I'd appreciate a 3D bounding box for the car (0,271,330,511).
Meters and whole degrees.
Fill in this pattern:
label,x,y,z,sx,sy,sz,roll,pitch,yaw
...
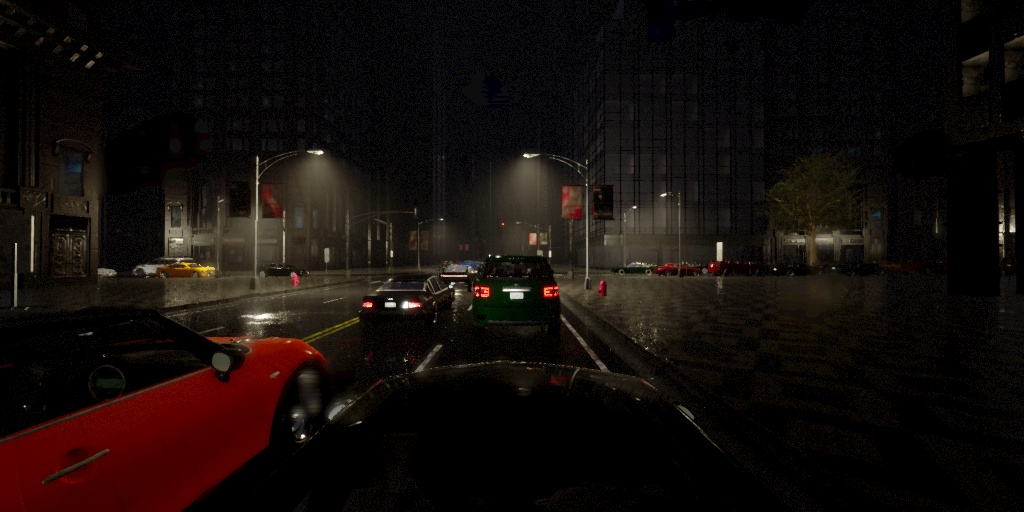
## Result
label,x,y,z,sx,sy,sz,roll,pitch,yaw
car,-3.146,1.102,2.313,2.097,1.767,4.553,0,0,0

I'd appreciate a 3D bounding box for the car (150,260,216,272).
label,x,y,z,sx,sy,sz,roll,pitch,yaw
car,-32.075,1.448,35.456,5.008,1.535,1.882,0,-1,0

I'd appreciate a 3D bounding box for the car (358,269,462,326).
label,x,y,z,sx,sy,sz,roll,pitch,yaw
car,-3.121,1.307,11.725,2.033,1.411,5.357,0,0,0

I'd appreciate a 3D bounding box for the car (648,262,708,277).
label,x,y,z,sx,sy,sz,roll,pitch,yaw
car,15.366,1.327,33.342,4.207,1.307,1.802,0,0,-1

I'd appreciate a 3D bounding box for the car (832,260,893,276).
label,x,y,z,sx,sy,sz,roll,pitch,yaw
car,32.280,1.259,33.578,4.313,1.339,1.948,0,0,-1

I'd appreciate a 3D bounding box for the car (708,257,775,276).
label,x,y,z,sx,sy,sz,roll,pitch,yaw
car,21.005,1.041,33.421,5.009,1.841,2.192,0,0,-1

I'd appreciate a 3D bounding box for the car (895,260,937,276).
label,x,y,z,sx,sy,sz,roll,pitch,yaw
car,42.567,1.179,36.352,5.008,1.535,1.882,0,-1,0

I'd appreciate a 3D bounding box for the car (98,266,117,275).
label,x,y,z,sx,sy,sz,roll,pitch,yaw
car,-42.074,1.542,35.483,4.674,1.442,1.812,0,-1,0

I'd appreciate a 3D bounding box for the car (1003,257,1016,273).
label,x,y,z,sx,sy,sz,roll,pitch,yaw
car,49.195,0.972,33.814,5.009,1.841,2.192,0,0,-1

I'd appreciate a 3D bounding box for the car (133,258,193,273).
label,x,y,z,sx,sy,sz,roll,pitch,yaw
car,-37.326,1.254,38.667,5.566,2.045,2.150,0,-1,0

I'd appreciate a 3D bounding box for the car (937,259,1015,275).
label,x,y,z,sx,sy,sz,roll,pitch,yaw
car,43.556,1.213,33.735,4.507,1.381,1.888,0,0,-1

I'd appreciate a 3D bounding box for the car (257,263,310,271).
label,x,y,z,sx,sy,sz,roll,pitch,yaw
car,-22.559,1.432,35.430,4.892,1.490,1.837,0,-1,0

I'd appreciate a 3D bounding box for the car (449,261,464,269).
label,x,y,z,sx,sy,sz,roll,pitch,yaw
car,-9.718,1.571,63.188,1.812,1.442,4.674,0,0,1

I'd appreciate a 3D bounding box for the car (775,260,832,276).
label,x,y,z,sx,sy,sz,roll,pitch,yaw
car,26.642,1.275,33.499,4.313,1.339,1.948,0,0,-1

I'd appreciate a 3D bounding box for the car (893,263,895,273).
label,x,y,z,sx,sy,sz,roll,pitch,yaw
car,43.273,1.295,42.256,4.829,1.417,1.751,0,0,-1

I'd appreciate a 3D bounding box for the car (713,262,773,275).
label,x,y,z,sx,sy,sz,roll,pitch,yaw
car,25.207,1.330,39.255,5.357,1.411,2.033,0,-1,-1

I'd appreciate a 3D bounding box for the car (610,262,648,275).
label,x,y,z,sx,sy,sz,roll,pitch,yaw
car,13.210,1.422,39.088,4.718,1.301,1.895,0,-1,0

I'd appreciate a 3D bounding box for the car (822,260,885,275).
label,x,y,z,sx,sy,sz,roll,pitch,yaw
car,37.434,1.242,39.405,4.902,1.511,2.128,0,-1,-1

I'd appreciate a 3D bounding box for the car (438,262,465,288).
label,x,y,z,sx,sy,sz,roll,pitch,yaw
car,-3.123,1.280,21.462,2.128,1.511,4.902,0,0,0

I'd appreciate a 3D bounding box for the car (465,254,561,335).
label,x,y,z,sx,sy,sz,roll,pitch,yaw
car,0.114,0.979,10.641,2.150,2.045,5.566,0,0,0
